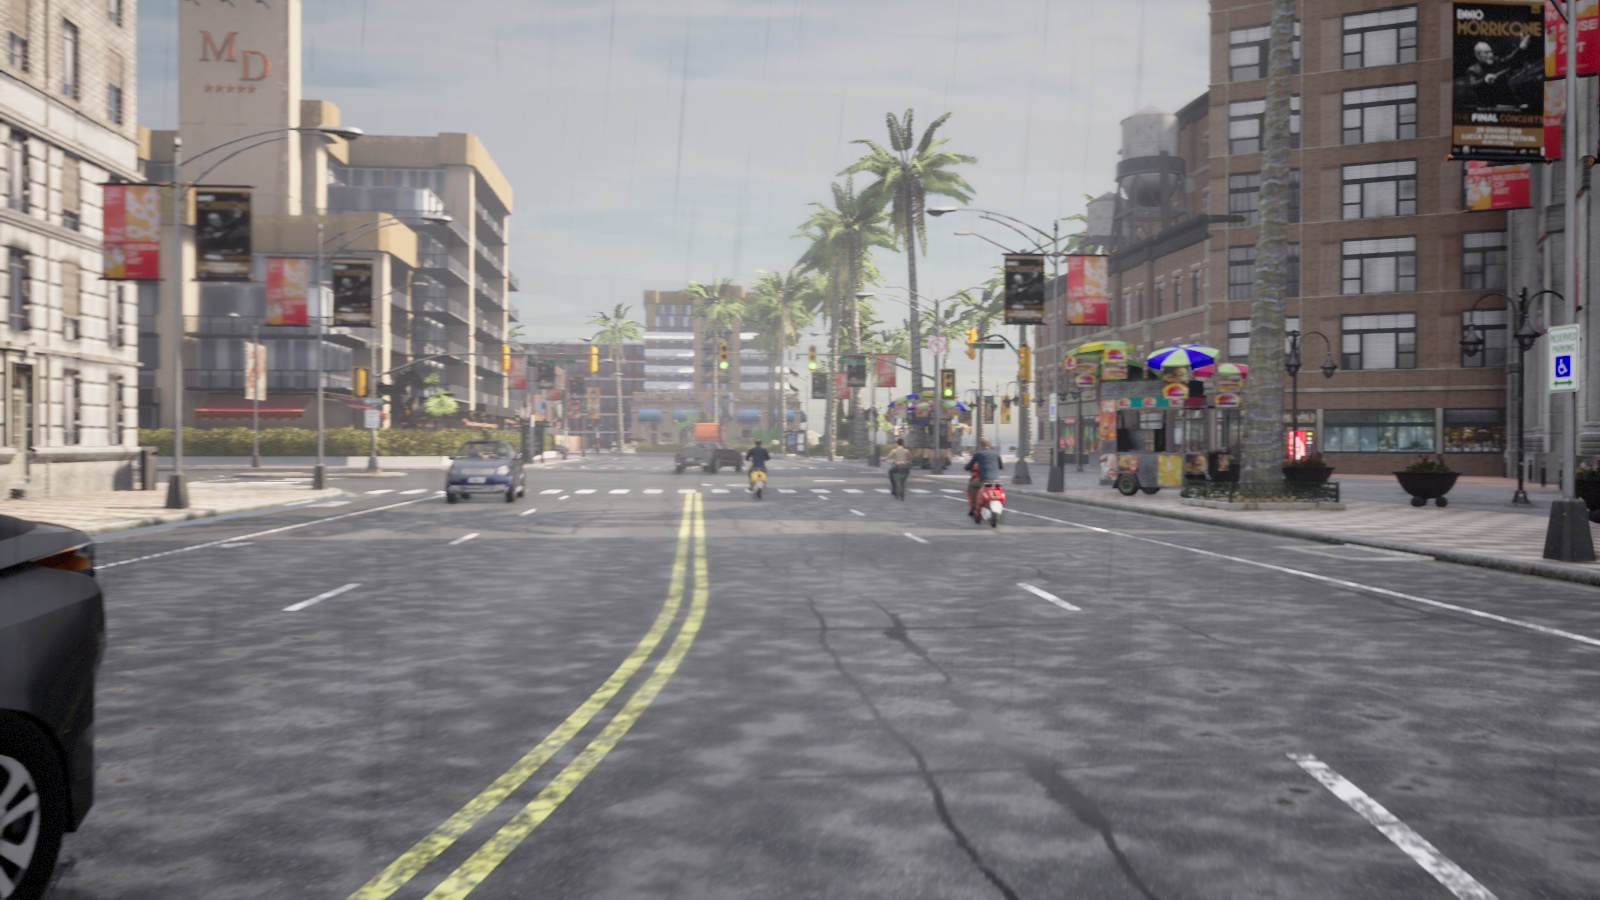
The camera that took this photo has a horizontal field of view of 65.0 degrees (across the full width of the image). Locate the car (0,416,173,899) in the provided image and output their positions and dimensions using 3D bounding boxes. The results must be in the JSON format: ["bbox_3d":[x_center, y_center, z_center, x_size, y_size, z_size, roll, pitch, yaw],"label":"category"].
[{"bbox_3d":[-3.399,0.671,2.123,2.007,1.525,4.514,0,0,7],"label":"car"}]

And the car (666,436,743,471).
[{"bbox_3d":[-4.745,0.150,63.341,2.152,1.651,5.027,0,0,17],"label":"car"}]

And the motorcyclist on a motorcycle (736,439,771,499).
[{"bbox_3d":[-1.274,0.500,34.365,0.866,1.590,1.817,0,0,-5],"label":"motorcyclist on a motorcycle"}]

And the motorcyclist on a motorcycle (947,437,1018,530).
[{"bbox_3d":[3.249,0.581,22.562,0.866,1.590,1.817,0,0,-5],"label":"motorcyclist on a motorcycle"}]

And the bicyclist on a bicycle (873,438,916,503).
[{"bbox_3d":[2.423,0.507,32.216,0.866,1.612,1.509,0,0,-5],"label":"bicyclist on a bicycle"}]

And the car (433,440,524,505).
[{"bbox_3d":[-8.094,0.519,31.920,1.789,1.549,3.705,0,0,-7],"label":"car"}]
